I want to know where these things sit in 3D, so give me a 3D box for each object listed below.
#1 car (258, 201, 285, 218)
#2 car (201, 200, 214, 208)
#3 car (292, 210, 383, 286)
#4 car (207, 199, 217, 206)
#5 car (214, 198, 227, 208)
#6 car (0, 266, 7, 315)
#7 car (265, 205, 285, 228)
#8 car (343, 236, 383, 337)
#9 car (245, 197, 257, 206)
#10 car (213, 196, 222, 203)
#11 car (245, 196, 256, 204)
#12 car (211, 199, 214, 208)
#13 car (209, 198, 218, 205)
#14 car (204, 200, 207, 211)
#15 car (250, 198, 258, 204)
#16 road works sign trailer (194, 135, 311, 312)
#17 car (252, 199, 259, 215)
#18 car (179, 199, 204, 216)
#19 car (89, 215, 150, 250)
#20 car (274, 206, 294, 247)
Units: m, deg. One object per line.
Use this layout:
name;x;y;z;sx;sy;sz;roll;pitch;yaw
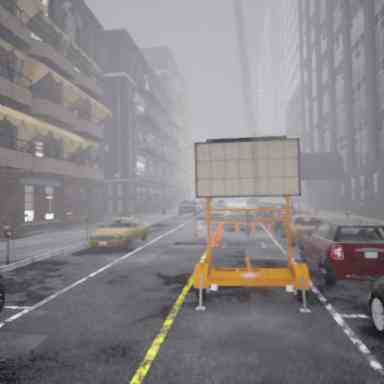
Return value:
car;6.546;1.581;26.141;1.967;1.590;4.097;-1;-1;8
car;2.814;2.168;60.868;1.947;1.339;4.313;-1;0;8
car;4.262;1.447;9.343;1.967;1.590;4.097;-1;-1;8
car;4.336;2.230;72.069;1.887;1.381;4.507;-1;0;8
car;5.073;2.019;57.623;1.837;1.490;4.892;-1;-1;8
car;-4.800;1.610;4.870;1.967;1.590;4.097;-1;-1;8
car;5.786;1.679;20.541;1.802;1.307;4.206;-1;-1;8
car;3.502;1.512;3.741;2.008;1.369;4.403;-1;-1;8
car;11.874;1.750;65.342;2.192;1.841;5.009;-1;0;8
car;7.379;2.159;94.469;2.192;1.841;5.009;0;0;8
car;13.397;1.831;76.541;2.192;1.841;5.009;-1;0;8
car;2.053;2.105;55.270;1.887;1.381;4.507;-1;0;8
car;5.074;2.249;77.499;1.752;1.417;4.829;-1;0;8
car;0.507;2.000;43.901;1.752;1.417;4.829;-1;0;8
car;8.854;1.794;43.110;1.752;1.417;4.829;-1;-1;8
road works sign trailer;1.307;0.524;7.846;2.380;3.560;2.880;-1;-1;8
car;8.070;1.791;37.341;1.947;1.339;4.313;-1;-1;8
car;-0.233;1.749;38.472;2.192;1.841;5.009;-1;0;8
car;-3.300;1.785;15.902;1.752;1.417;4.829;-1;-1;8
car;5.047;1.579;15.110;1.752;1.417;4.829;-1;-1;8
